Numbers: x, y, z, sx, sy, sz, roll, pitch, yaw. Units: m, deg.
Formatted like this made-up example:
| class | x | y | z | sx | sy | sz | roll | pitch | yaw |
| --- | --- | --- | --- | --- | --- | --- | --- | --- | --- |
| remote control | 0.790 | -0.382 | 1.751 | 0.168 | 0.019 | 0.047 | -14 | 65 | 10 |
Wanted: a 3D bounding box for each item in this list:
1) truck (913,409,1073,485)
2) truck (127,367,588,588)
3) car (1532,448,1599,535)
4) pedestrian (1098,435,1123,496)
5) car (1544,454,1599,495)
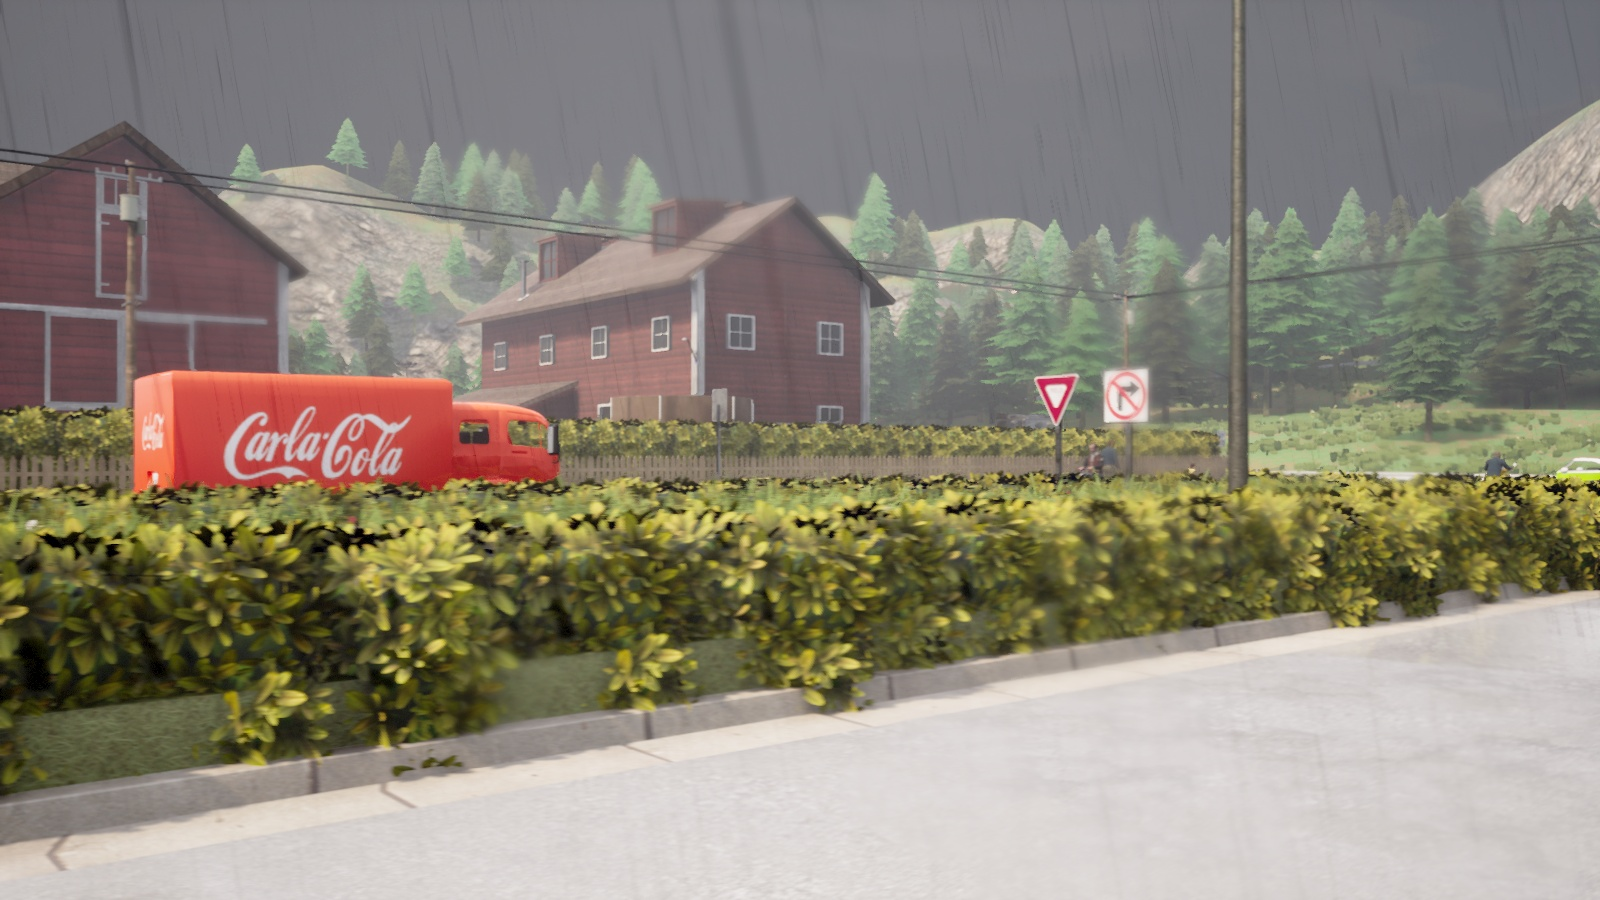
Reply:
| class | x | y | z | sx | sy | sz | roll | pitch | yaw |
| --- | --- | --- | --- | --- | --- | --- | --- | --- | --- |
| truck | 9.294 | -0.110 | 61.463 | 2.891 | 3.462 | 7.936 | 0 | 0 | -38 |
| truck | -5.773 | 0.314 | 16.674 | 5.204 | 2.467 | 2.627 | 0 | 0 | -38 |
| car | 15.434 | 0.734 | 21.492 | 1.882 | 1.535 | 5.008 | 0 | 0 | -19 |
| pedestrian | 9.389 | 0.469 | 37.983 | 0.726 | 1.835 | 0.370 | 0 | 0 | -38 |
| car | 27.397 | 0.834 | 43.666 | 1.481 | 1.376 | 2.207 | 0 | 0 | -38 |
